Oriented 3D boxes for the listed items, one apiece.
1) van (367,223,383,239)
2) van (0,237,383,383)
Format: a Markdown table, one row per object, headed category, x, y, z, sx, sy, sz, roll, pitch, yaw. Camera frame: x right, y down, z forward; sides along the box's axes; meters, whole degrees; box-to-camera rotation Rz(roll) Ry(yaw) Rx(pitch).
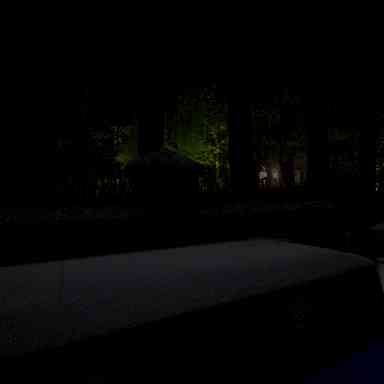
| category | x | y | z | sx | sy | sz | roll | pitch | yaw |
| --- | --- | --- | --- | --- | --- | --- | --- | --- | --- |
| van | 4.322 | 1.327 | 5.517 | 3.998 | 1.788 | 1.690 | 0 | 0 | -36 |
| van | -0.280 | 1.329 | 2.224 | 3.998 | 1.788 | 1.690 | 0 | 0 | -36 |
